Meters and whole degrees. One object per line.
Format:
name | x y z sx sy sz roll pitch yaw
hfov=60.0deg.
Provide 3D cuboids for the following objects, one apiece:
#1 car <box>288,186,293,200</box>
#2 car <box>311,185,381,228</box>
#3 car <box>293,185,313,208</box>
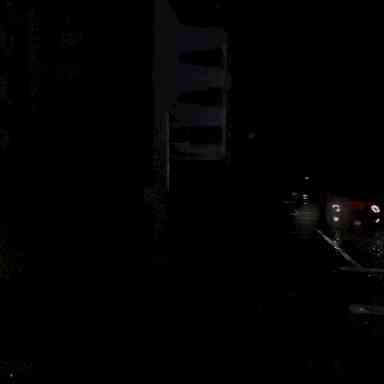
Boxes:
car | 11.411 0.075 35.629 1.837 1.490 4.892 1 2 12
car | 7.386 0.643 16.101 2.097 1.767 4.553 1 2 12
car | 9.385 0.283 25.844 2.097 1.767 4.553 1 2 12
